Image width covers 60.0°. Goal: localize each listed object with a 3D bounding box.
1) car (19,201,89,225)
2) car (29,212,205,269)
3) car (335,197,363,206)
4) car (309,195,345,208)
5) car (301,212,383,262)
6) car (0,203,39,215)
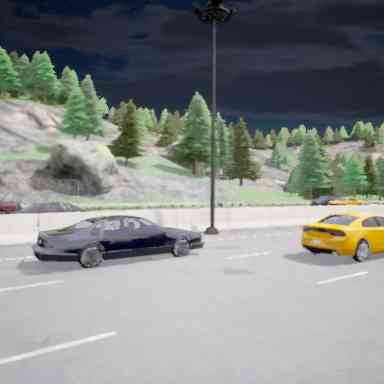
[{"bbox_3d":[-9.458,1.353,22.883,4.181,1.385,1.994,0,0,-34],"label":"car"},{"bbox_3d":[-2.206,1.466,10.832,5.357,1.411,2.033,0,0,-33],"label":"car"},{"bbox_3d":[20.065,1.424,43.332,5.008,1.535,1.882,0,0,-24],"label":"car"},{"bbox_3d":[18.951,1.271,46.655,4.553,1.767,2.097,0,0,-24],"label":"car"},{"bbox_3d":[6.132,1.465,12.050,5.008,1.535,1.882,0,0,-32],"label":"car"},{"bbox_3d":[-8.612,1.363,19.273,5.357,1.411,2.033,0,0,-35],"label":"car"}]
